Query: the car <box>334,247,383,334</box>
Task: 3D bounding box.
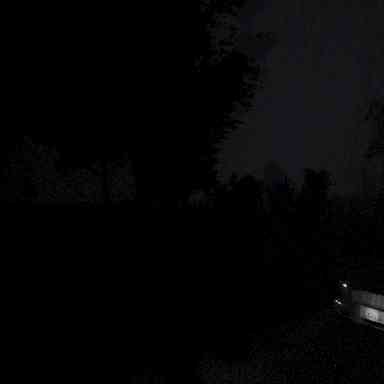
[{"bbox_3d":[4.642,1.487,6.150,4.902,1.511,2.128,-1,1,-34],"label":"car"}]
